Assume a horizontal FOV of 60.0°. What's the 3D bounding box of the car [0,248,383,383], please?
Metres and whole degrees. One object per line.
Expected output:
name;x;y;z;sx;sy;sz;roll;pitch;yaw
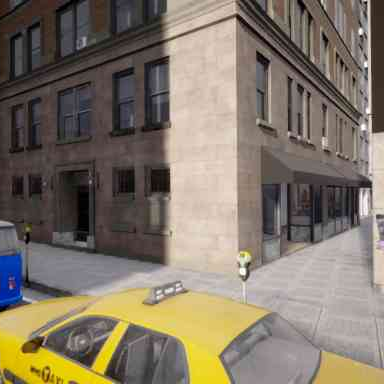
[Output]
car;-0.452;1.526;3.182;4.829;1.417;1.752;0;-1;36

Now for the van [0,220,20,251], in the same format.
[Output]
van;-4.928;1.342;6.384;3.998;1.788;1.690;0;-1;36
